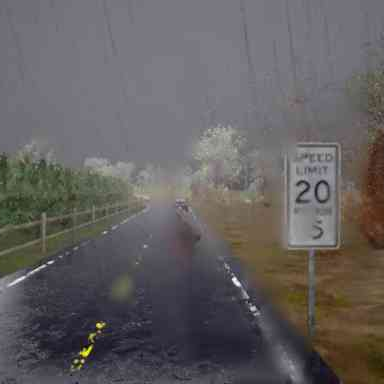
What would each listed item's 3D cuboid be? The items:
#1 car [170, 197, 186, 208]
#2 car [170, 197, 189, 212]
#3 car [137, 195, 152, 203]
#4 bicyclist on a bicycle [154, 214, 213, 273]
[{"bbox_3d":[-2.141,1.497,49.006,2.033,1.411,5.357,0,0,-7],"label":"car"},{"bbox_3d":[-1.404,1.476,38.925,1.837,1.490,4.892,0,0,-3],"label":"car"},{"bbox_3d":[-9.236,1.362,64.249,1.882,1.535,5.008,0,0,-23],"label":"car"},{"bbox_3d":[-0.233,1.449,9.265,1.656,1.620,0.582,-1,0,-2],"label":"bicyclist on a bicycle"}]
